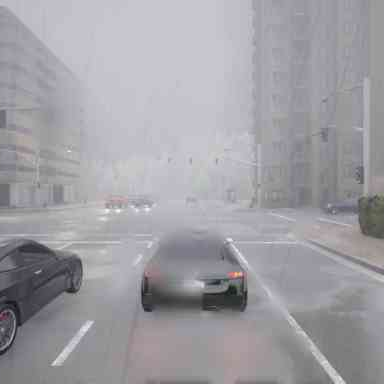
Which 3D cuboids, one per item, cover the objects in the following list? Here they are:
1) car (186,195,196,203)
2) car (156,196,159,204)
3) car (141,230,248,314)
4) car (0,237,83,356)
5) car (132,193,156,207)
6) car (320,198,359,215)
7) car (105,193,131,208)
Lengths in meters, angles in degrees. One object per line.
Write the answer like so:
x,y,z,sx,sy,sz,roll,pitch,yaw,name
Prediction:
-0.172,1.355,70.470,2.097,1.767,4.553,0,0,0,car
-7.216,1.492,61.011,2.128,1.511,4.902,0,0,0,car
0.046,1.564,7.692,1.994,1.385,4.181,0,0,0,car
-3.462,1.526,5.888,1.812,1.442,4.674,0,0,0,car
-7.222,1.221,50.677,2.150,2.045,5.566,0,0,0,car
15.502,1.352,33.736,4.553,1.767,2.097,0,0,1,car
-10.715,1.221,47.544,2.150,2.045,5.566,0,0,0,car
